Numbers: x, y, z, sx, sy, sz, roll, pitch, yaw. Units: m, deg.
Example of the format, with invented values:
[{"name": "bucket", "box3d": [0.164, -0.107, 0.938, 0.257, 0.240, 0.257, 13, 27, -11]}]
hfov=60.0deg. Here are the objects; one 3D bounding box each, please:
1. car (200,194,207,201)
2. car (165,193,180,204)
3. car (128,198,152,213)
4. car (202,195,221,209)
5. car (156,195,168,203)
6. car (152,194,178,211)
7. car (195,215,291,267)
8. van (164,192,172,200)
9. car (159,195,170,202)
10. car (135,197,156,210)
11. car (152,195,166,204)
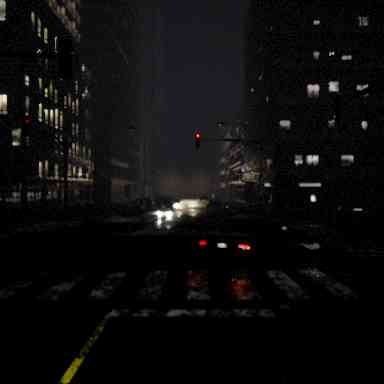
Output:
[{"name": "car", "box3d": [2.667, 1.157, 75.124, 1.967, 1.590, 4.097, -1, 0, 0]}, {"name": "car", "box3d": [-3.062, 1.274, 57.282, 2.128, 1.511, 4.902, 0, 0, 0]}, {"name": "car", "box3d": [-5.706, 1.390, 35.372, 1.752, 1.417, 4.829, -1, 0, 0]}, {"name": "car", "box3d": [2.673, 1.394, 41.197, 2.008, 1.369, 4.403, -1, 0, 0]}, {"name": "car", "box3d": [-5.709, 1.340, 63.814, 1.802, 1.307, 4.206, -1, 0, 0]}, {"name": "car", "box3d": [-3.099, 1.343, 38.741, 2.128, 1.511, 4.902, 0, 0, 0]}, {"name": "car", "box3d": [1.977, 1.504, 11.343, 2.033, 1.411, 5.357, 0, 0, 27]}, {"name": "van", "box3d": [-5.715, 1.036, 80.777, 1.690, 1.788, 3.998, -1, 0, 0]}, {"name": "car", "box3d": [-5.710, 1.282, 69.468, 1.887, 1.381, 4.507, -1, 0, 0]}, {"name": "car", "box3d": [-5.706, 1.408, 41.196, 1.947, 1.339, 4.313, -1, 0, 0]}, {"name": "car", "box3d": [-5.709, 1.324, 58.159, 1.887, 1.381, 4.507, -1, 0, 0]}]
